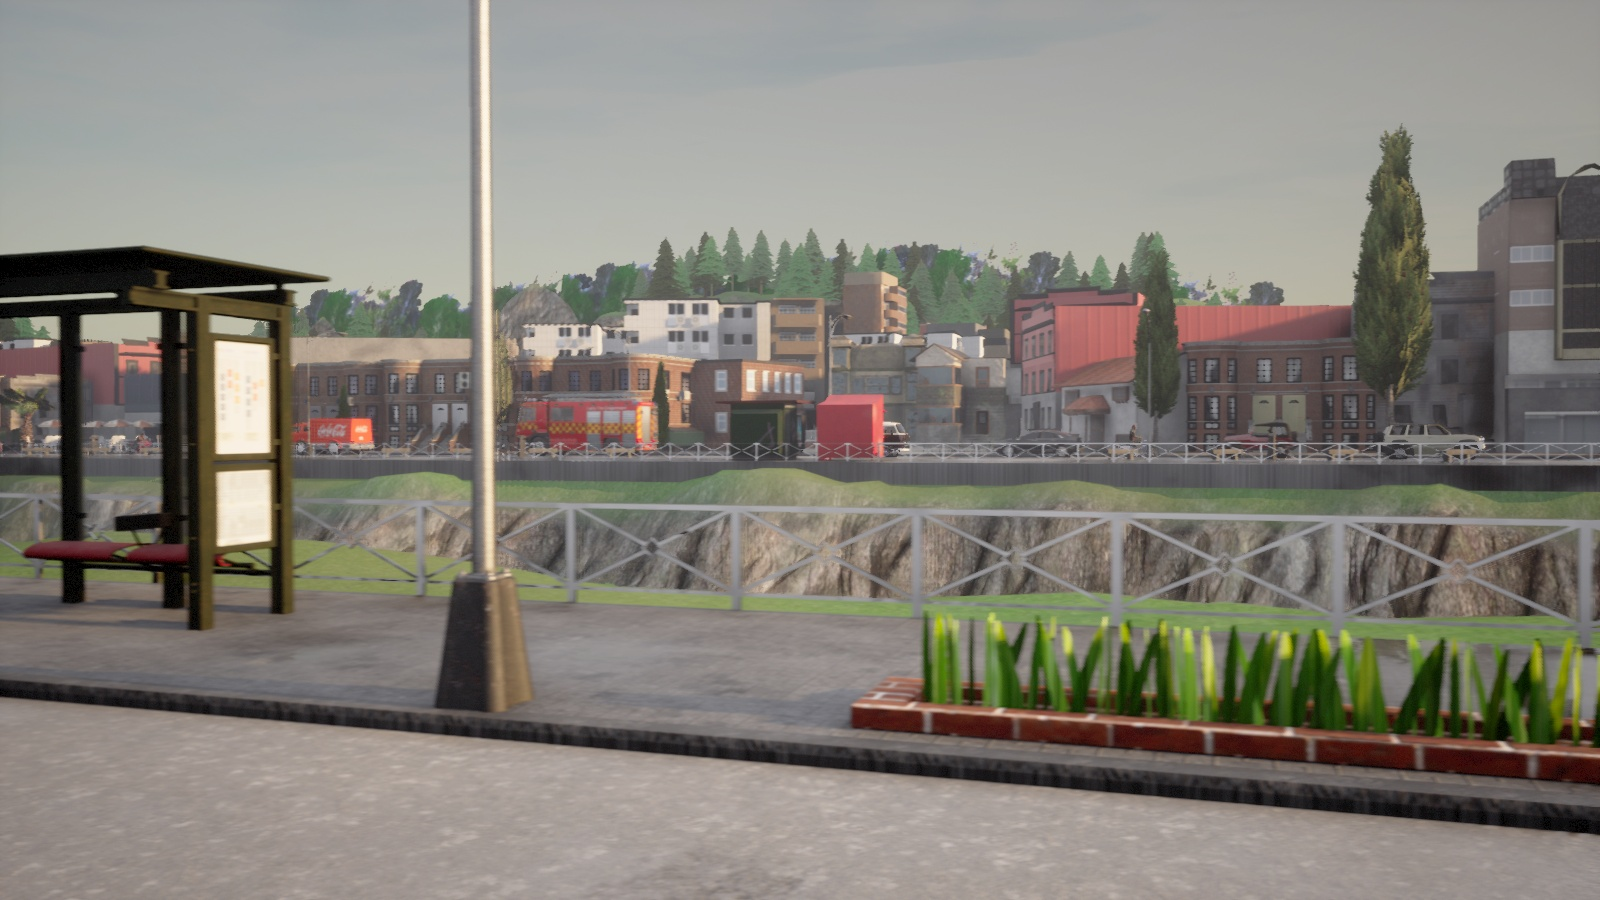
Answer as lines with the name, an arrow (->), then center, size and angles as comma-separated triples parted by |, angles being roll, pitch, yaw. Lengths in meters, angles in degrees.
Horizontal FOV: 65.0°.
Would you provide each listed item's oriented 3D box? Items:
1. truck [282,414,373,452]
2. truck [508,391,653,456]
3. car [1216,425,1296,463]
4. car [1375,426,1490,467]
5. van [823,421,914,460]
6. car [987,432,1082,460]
truck -> -31.435, -1.117, 83.593 | 5.204, 2.467, 2.627 | 1, 1, 19
truck -> -13.561, -1.631, 77.578 | 8.468, 3.827, 2.891 | 1, 1, 19
car -> 23.594, -0.331, 65.104 | 3.866, 1.878, 1.905 | 1, 1, 19
car -> 29.578, -0.188, 58.874 | 4.605, 1.855, 1.932 | 1, 1, 19
van -> 3.686, -0.518, 67.577 | 4.480, 2.038, 2.069 | 1, 1, 19
car -> 12.829, -0.221, 68.725 | 4.892, 1.490, 1.837 | 1, 1, 19
